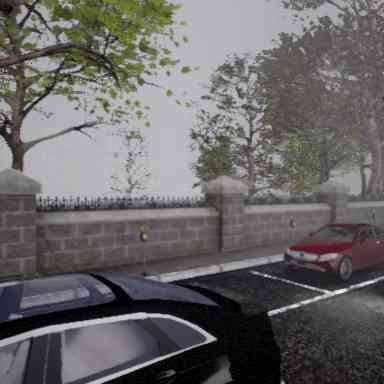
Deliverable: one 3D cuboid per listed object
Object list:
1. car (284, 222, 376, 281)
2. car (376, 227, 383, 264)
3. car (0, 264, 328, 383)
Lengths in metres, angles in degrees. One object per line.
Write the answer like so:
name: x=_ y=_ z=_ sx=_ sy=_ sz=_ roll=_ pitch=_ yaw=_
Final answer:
car: x=4.524 y=1.571 z=9.792 sx=4.206 sy=1.307 sz=1.802 roll=0 pitch=0 yaw=-36
car: x=6.748 y=1.493 z=8.195 sx=4.892 sy=1.490 sz=1.837 roll=0 pitch=0 yaw=-35
car: x=-1.441 y=1.492 z=2.352 sx=4.902 sy=1.511 sz=2.128 roll=0 pitch=0 yaw=-36
